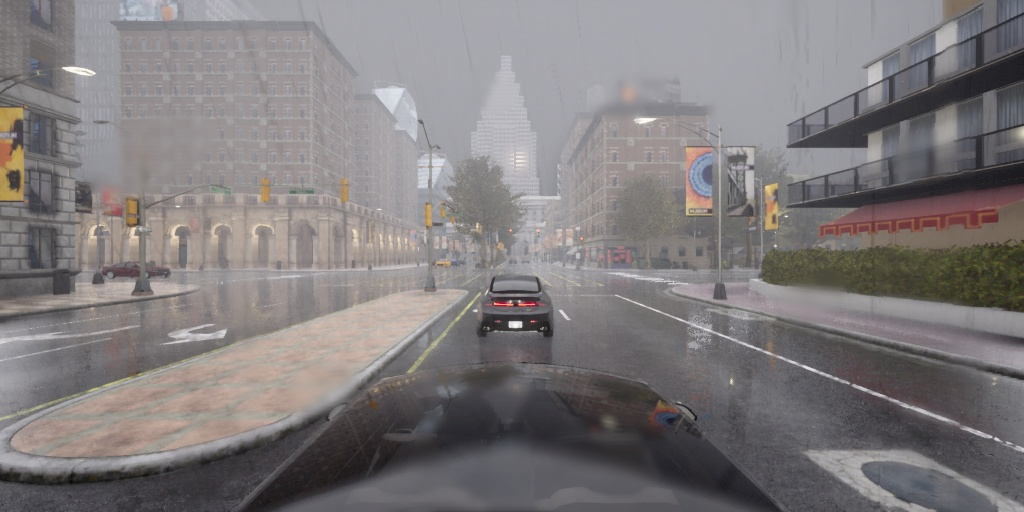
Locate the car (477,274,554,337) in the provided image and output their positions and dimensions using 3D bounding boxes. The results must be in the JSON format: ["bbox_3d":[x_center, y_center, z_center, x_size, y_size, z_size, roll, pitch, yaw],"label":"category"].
[{"bbox_3d":[0.097,1.255,10.269,1.837,1.490,4.892,0,0,0],"label":"car"}]

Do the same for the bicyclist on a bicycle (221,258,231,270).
[{"bbox_3d":[-37.195,1.050,46.688,0.582,1.620,1.656,0,0,0],"label":"bicyclist on a bicycle"}]

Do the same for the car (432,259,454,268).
[{"bbox_3d":[-11.440,1.228,59.601,1.882,1.535,5.008,0,0,0],"label":"car"}]

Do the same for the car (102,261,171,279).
[{"bbox_3d":[-33.648,1.228,32.230,5.008,1.535,1.882,0,0,0],"label":"car"}]
